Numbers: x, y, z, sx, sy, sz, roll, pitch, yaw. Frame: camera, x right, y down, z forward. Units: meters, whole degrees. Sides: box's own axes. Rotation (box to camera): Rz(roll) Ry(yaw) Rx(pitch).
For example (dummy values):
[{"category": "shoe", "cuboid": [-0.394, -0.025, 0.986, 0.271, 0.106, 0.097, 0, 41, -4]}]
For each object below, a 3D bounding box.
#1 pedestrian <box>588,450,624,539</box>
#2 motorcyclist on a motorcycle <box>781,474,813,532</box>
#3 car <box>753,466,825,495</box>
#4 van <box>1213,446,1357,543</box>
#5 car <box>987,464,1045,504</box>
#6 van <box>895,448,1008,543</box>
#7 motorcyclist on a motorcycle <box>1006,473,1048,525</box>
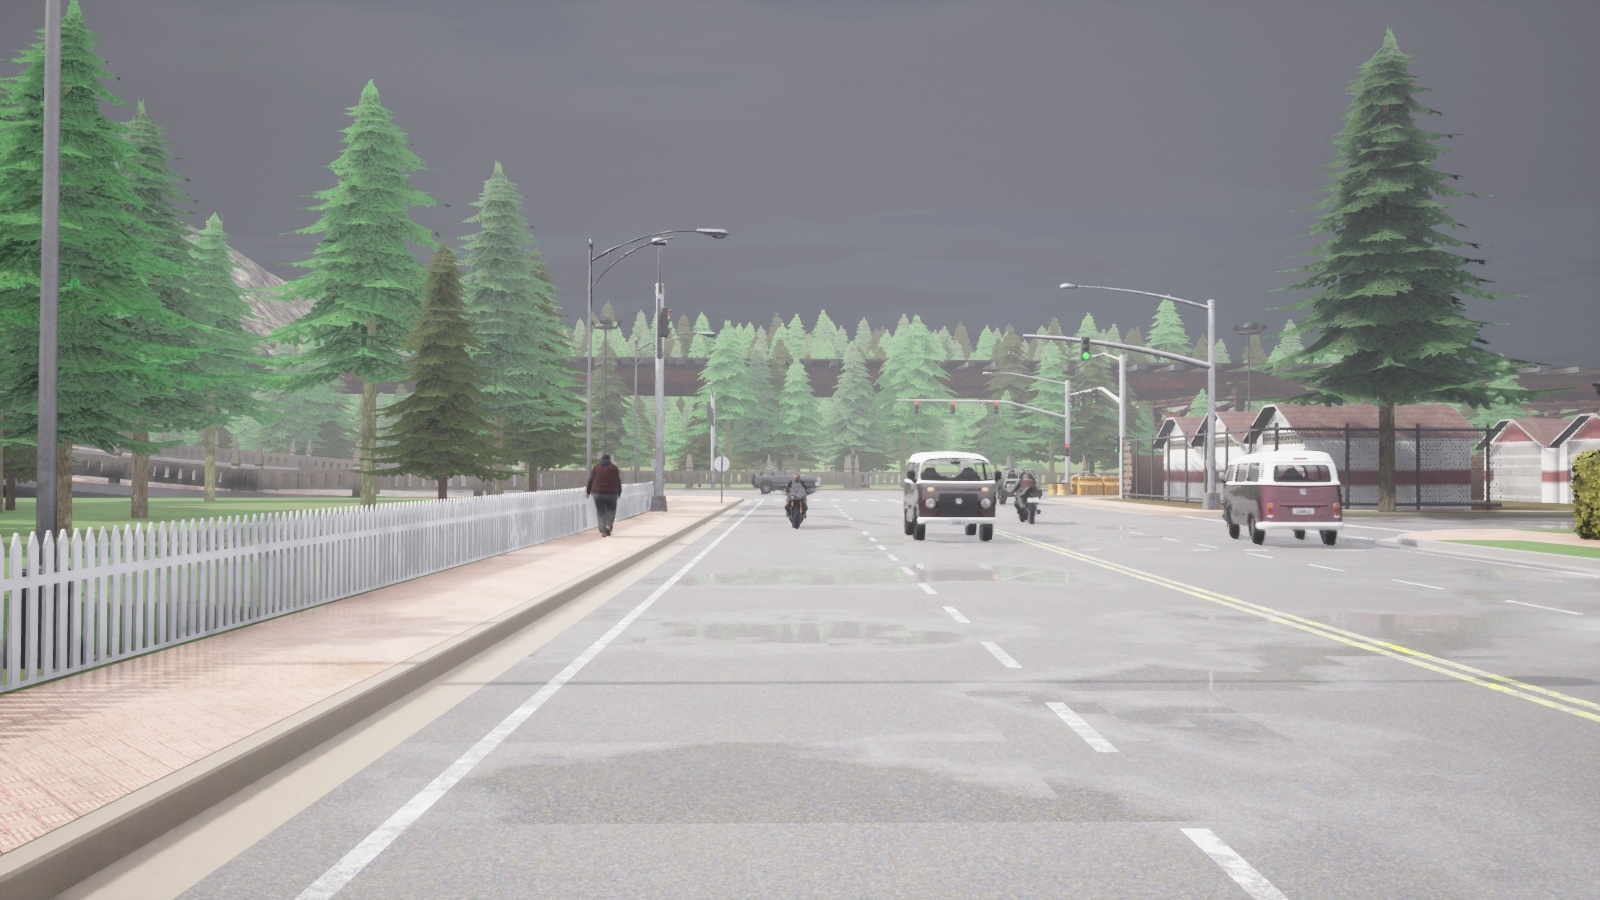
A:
[{"category": "pedestrian", "cuboid": [-4.096, 0.934, 26.527, 0.634, 1.844, 0.899, 0, -1, -1]}, {"category": "motorcyclist on a motorcycle", "cuboid": [-0.085, 1.427, 34.475, 0.866, 1.530, 2.191, 0, -1, 0]}, {"category": "car", "cuboid": [-0.744, 2.016, 82.488, 4.605, 1.855, 1.932, 0, -1, -2]}, {"category": "van", "cuboid": [10.911, 0.974, 28.625, 2.069, 2.038, 4.480, -1, -1, 8]}, {"category": "car", "cuboid": [10.351, 1.604, 60.516, 1.932, 1.855, 4.605, 0, -1, 0]}, {"category": "van", "cuboid": [3.426, 1.014, 29.228, 2.069, 2.038, 4.480, 0, -1, 0]}, {"category": "motorcyclist on a motorcycle", "cuboid": [6.905, 1.464, 38.309, 0.866, 1.530, 2.191, 0, -1, 0]}]
